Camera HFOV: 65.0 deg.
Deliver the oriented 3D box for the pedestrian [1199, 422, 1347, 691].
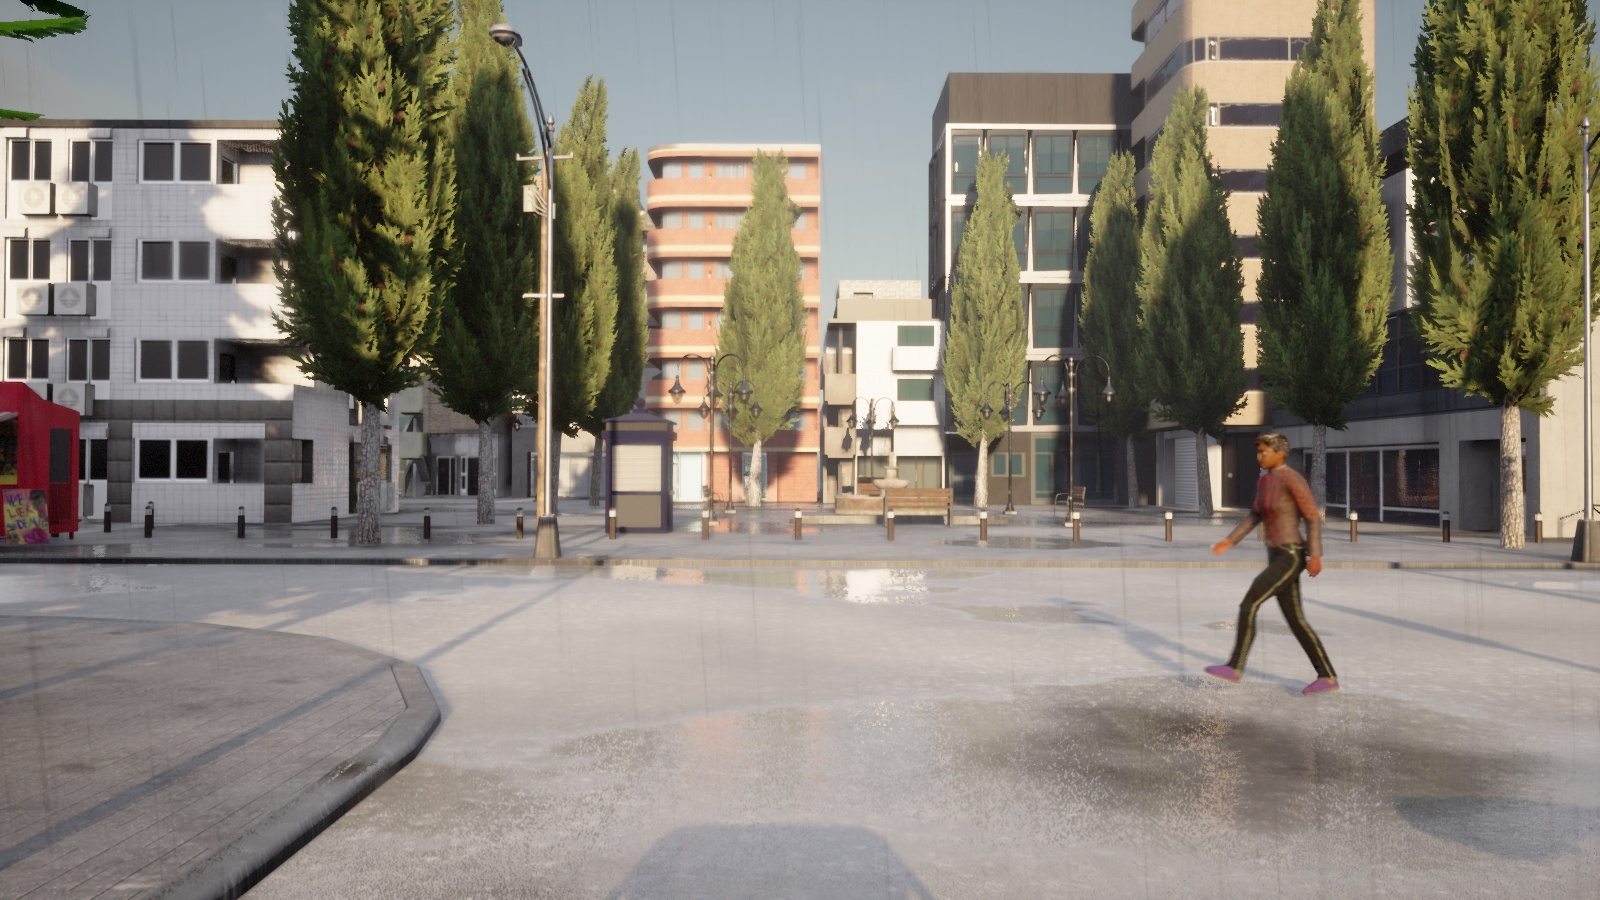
[{"bbox_3d":[3.237,0.721,8.624,0.869,1.805,0.328,0,-1,0],"label":"pedestrian"}]
